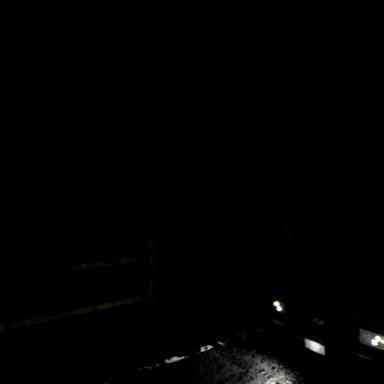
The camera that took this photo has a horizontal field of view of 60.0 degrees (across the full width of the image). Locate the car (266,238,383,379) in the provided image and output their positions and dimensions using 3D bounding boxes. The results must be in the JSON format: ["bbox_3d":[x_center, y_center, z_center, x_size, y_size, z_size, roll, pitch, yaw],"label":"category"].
[{"bbox_3d":[3.705,1.550,5.717,5.357,1.411,2.033,0,0,-36],"label":"car"}]
